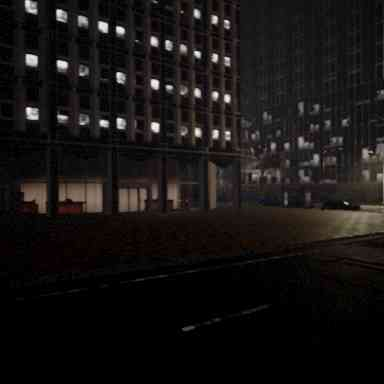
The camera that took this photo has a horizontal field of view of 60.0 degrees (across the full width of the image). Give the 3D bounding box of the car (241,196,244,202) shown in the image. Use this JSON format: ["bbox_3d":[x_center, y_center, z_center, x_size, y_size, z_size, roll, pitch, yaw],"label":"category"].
[{"bbox_3d":[9.246,1.317,68.786,1.802,1.307,4.206,0,1,-34],"label":"car"}]

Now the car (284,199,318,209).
[{"bbox_3d":[15.065,1.607,45.228,1.802,1.307,4.206,0,1,-34],"label":"car"}]

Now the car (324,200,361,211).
[{"bbox_3d":[18.259,1.640,40.525,1.947,1.339,4.313,0,1,-34],"label":"car"}]

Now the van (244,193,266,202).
[{"bbox_3d":[12.454,1.127,64.092,1.690,1.788,3.998,0,1,-34],"label":"van"}]

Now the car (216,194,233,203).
[{"bbox_3d":[6.363,1.177,62.836,2.097,1.767,4.553,-1,1,-34],"label":"car"}]

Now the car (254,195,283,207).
[{"bbox_3d":[11.906,1.540,49.953,1.947,1.339,4.313,0,1,-34],"label":"car"}]
